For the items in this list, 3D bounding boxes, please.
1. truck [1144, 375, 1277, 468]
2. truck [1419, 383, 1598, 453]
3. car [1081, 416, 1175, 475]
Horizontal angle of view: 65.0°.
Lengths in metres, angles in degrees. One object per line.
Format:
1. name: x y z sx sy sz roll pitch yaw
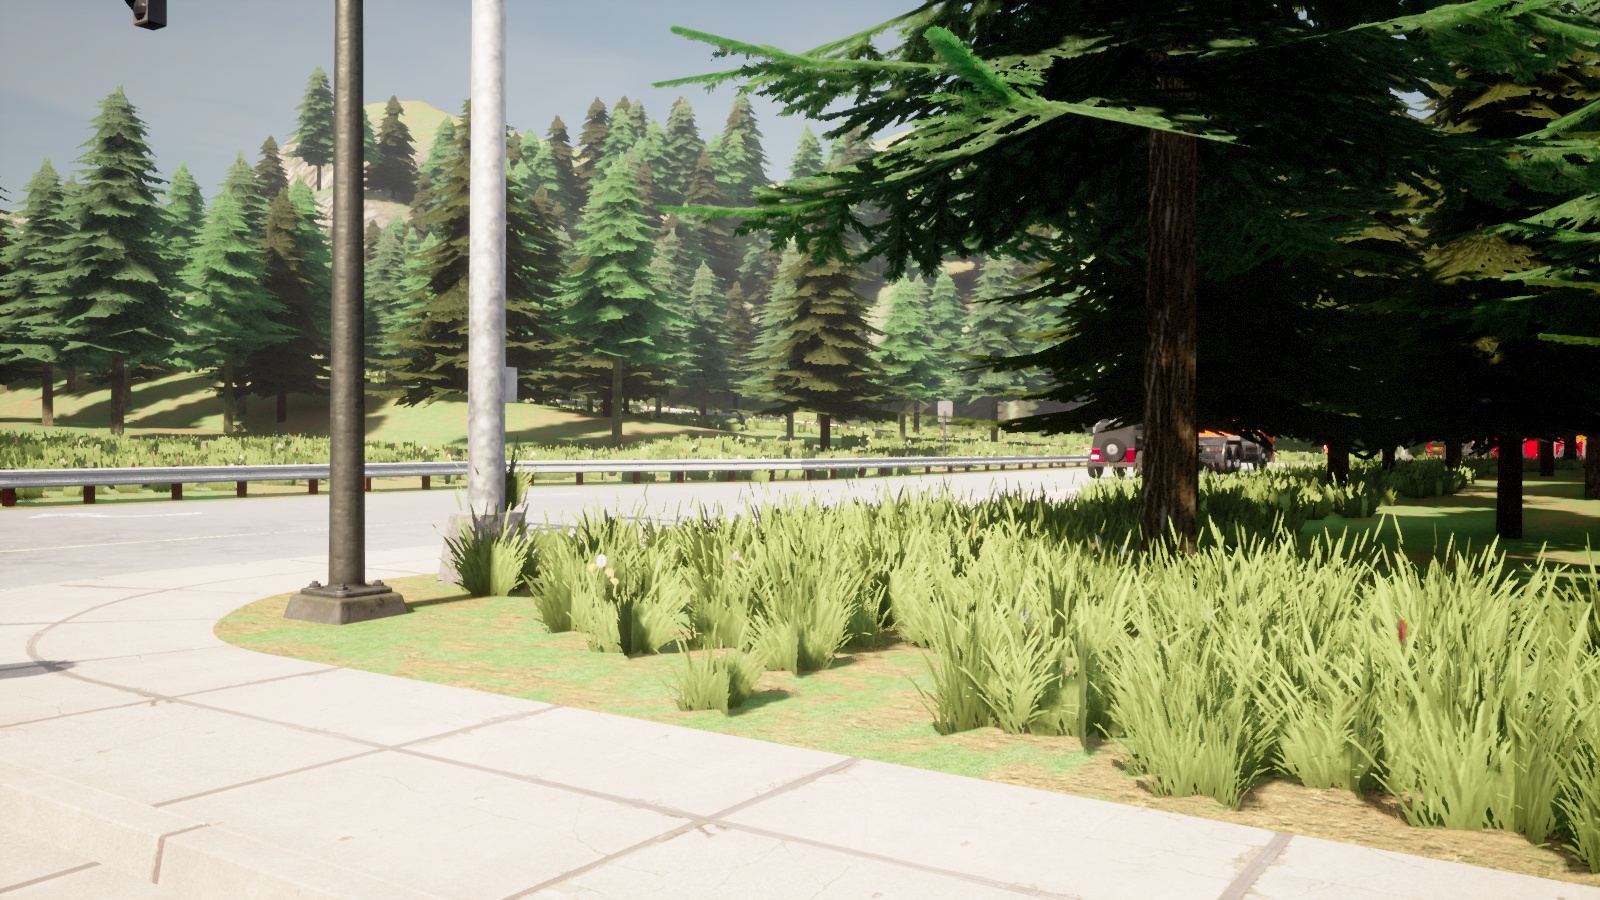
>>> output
1. truck: 16.632 -1.117 50.478 2.891 3.462 7.936 0 1 35
2. truck: 40.218 -1.802 71.516 8.468 3.827 2.891 -1 1 2
3. car: 11.144 -0.181 42.538 1.905 1.878 3.866 0 1 34
